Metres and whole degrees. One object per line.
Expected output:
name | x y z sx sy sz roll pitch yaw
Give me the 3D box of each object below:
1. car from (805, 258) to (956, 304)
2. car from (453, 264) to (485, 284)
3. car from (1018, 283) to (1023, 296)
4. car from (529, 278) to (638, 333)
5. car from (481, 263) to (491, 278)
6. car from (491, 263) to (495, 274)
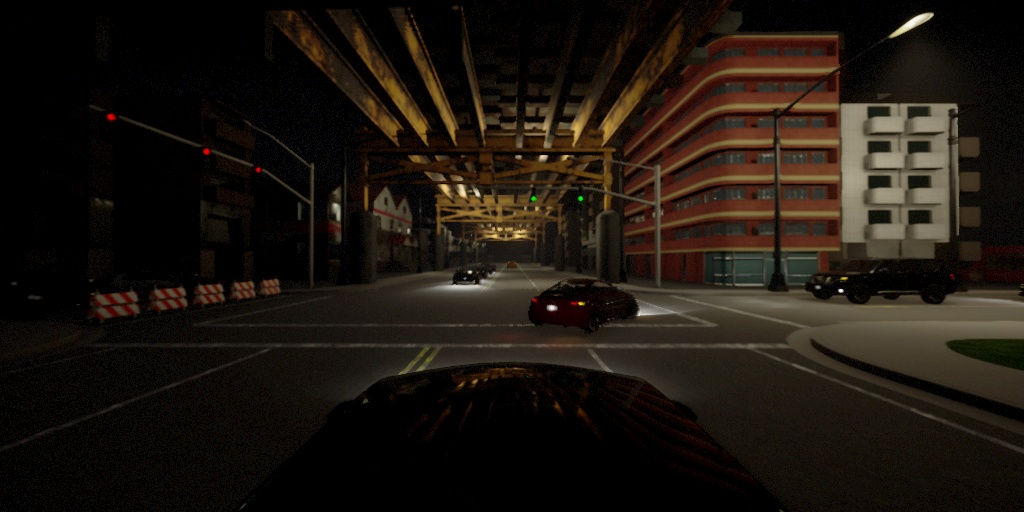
car | 17.044 1.103 16.747 5.566 2.045 2.150 0 -1 0
car | -3.600 1.558 29.393 1.994 1.385 4.181 0 -1 0
car | 26.885 1.385 16.696 4.892 1.490 1.837 0 -1 0
car | 2.370 1.399 11.341 1.994 1.385 4.181 -1 -1 39
car | -3.603 1.673 38.278 1.895 1.301 4.718 0 -1 0
car | -3.596 1.670 47.495 1.812 1.442 4.674 0 0 0
